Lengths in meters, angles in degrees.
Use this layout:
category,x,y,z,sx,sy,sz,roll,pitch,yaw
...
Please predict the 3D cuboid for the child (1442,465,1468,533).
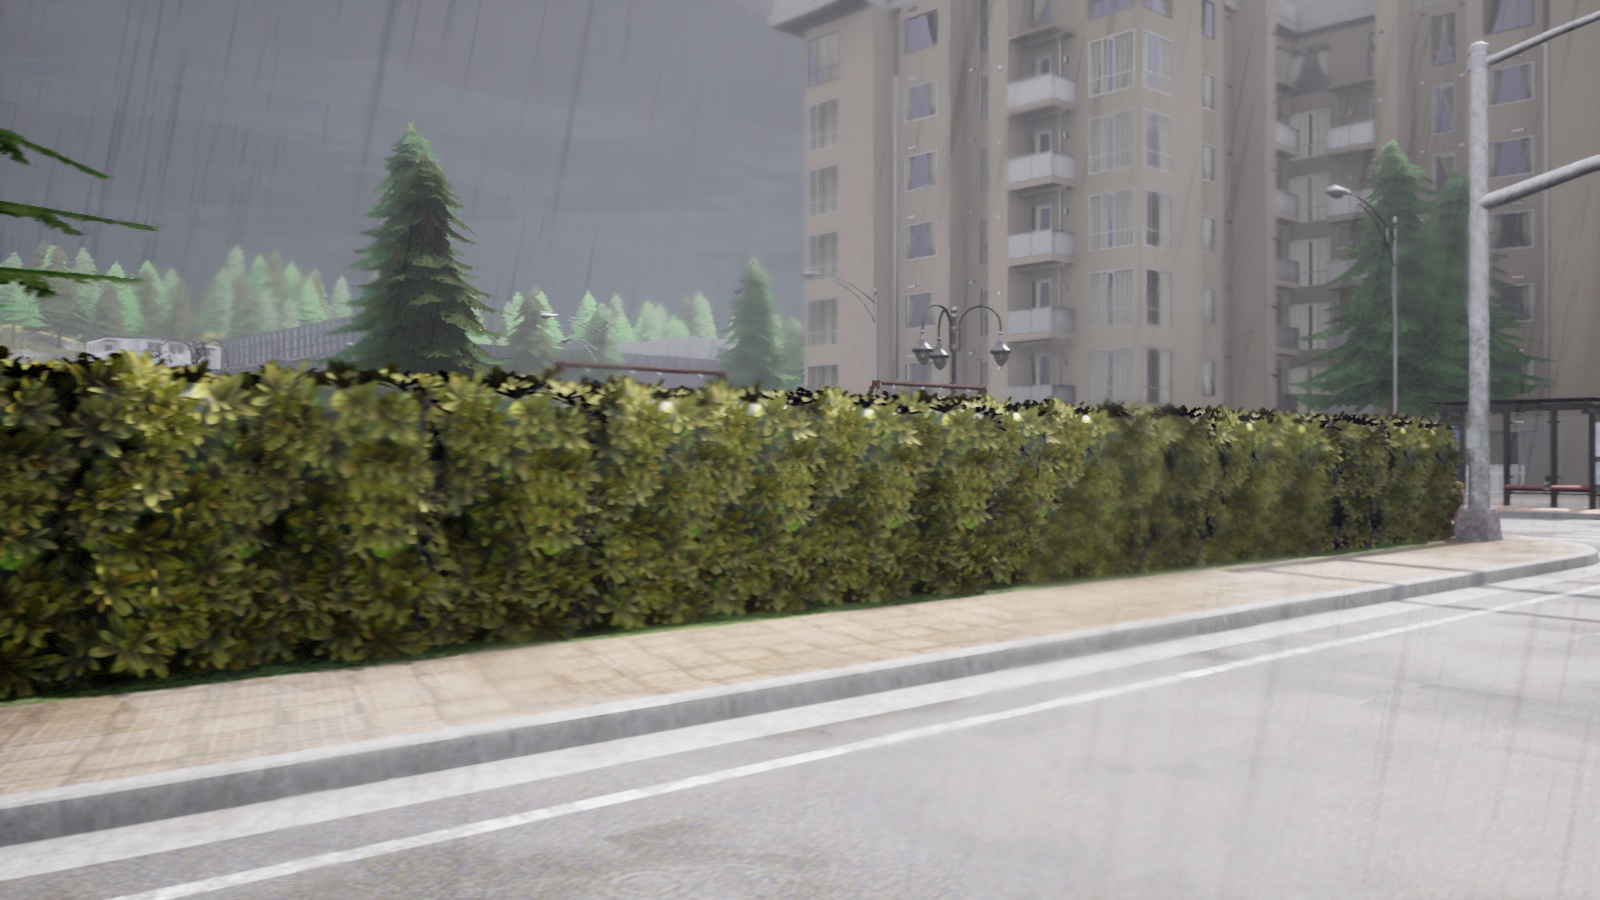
category,x,y,z,sx,sy,sz,roll,pitch,yaw
child,10.916,0.813,20.930,0.394,1.110,0.255,0,0,-41
